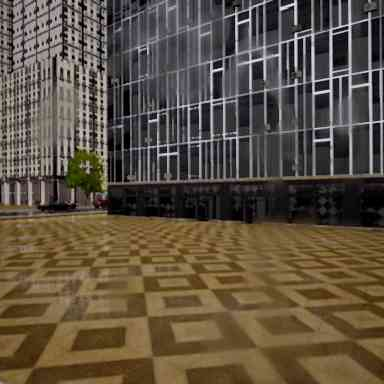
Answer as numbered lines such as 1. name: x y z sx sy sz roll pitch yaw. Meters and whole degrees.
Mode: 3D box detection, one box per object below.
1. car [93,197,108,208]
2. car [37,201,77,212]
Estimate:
1. car: -13.388 1.645 53.325 2.192 1.841 5.009 -1 -1 35
2. car: -17.421 1.869 42.899 1.895 1.301 4.718 -1 -1 35
